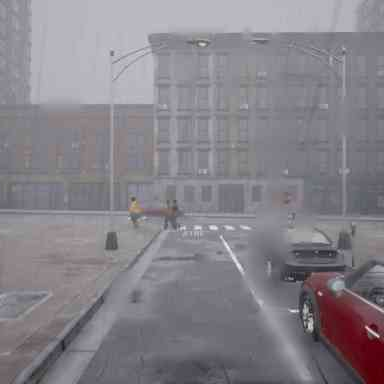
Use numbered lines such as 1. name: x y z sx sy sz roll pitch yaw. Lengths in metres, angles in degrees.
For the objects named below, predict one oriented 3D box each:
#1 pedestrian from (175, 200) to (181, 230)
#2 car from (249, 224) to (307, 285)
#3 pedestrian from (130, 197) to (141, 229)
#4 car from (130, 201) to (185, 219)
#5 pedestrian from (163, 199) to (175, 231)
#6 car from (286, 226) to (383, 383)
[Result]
1. pedestrian: -1.013 1.298 19.821 0.375 1.860 0.375 0 0 0
2. car: 2.693 1.553 9.274 2.008 1.369 4.403 0 0 0
3. pedestrian: -3.185 1.146 18.635 0.375 1.860 0.375 0 0 0
4. car: -2.893 1.509 28.442 4.674 1.442 1.812 1 0 1
5. pedestrian: -1.347 1.298 19.216 0.375 1.860 0.375 0 0 0
6. car: 2.664 1.441 3.771 1.967 1.590 4.097 0 0 0
